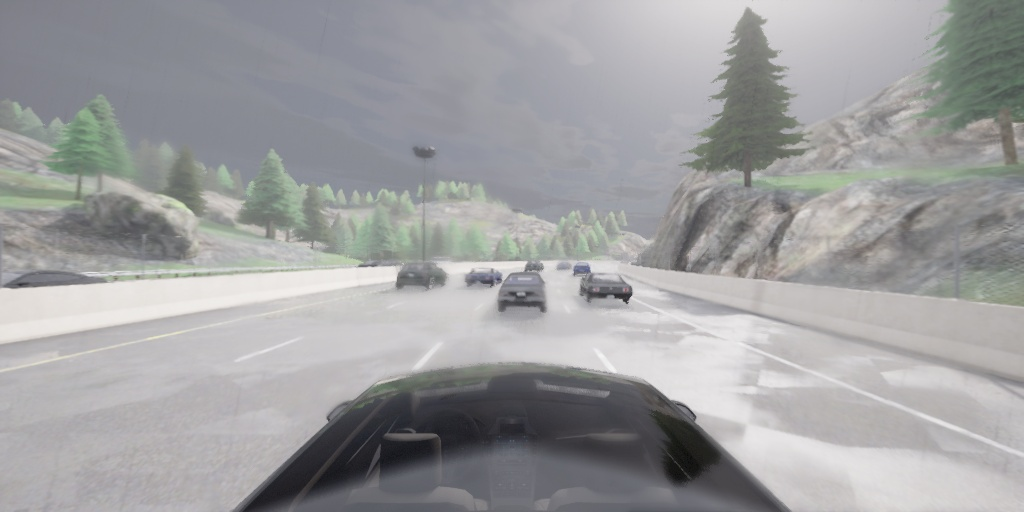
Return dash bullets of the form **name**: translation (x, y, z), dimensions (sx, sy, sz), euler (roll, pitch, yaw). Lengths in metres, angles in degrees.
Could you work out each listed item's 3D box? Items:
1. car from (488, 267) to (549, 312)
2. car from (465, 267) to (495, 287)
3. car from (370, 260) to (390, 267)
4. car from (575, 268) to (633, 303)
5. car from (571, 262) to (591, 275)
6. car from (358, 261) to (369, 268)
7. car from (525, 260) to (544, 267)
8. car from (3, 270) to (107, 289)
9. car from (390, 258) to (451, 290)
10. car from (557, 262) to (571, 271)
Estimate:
- **car**: translation (0.522, 1.362, 14.703), dimensions (2.033, 1.411, 5.357), euler (0, 0, 5)
- **car**: translation (-1.878, 1.450, 25.316), dimensions (1.895, 1.301, 4.718), euler (0, 0, 7)
- **car**: translation (-18.153, 1.372, 52.878), dimensions (2.128, 1.511, 4.902), euler (0, 0, 15)
- **car**: translation (4.335, 1.450, 17.286), dimensions (1.895, 1.301, 4.718), euler (0, 0, 5)
- **car**: translation (8.458, 1.472, 43.172), dimensions (1.882, 1.535, 5.008), euler (0, 0, 13)
- **car**: translation (-21.282, 1.349, 54.759), dimensions (1.882, 1.535, 5.008), euler (0, 0, 15)
- **car**: translation (3.297, 1.353, 51.270), dimensions (2.097, 1.767, 4.553), euler (0, 0, 15)
- **car**: translation (-17.230, 1.223, 12.603), dimensions (1.812, 1.442, 4.674), euler (0, 0, 3)
- **car**: translation (-5.632, 1.167, 23.012), dimensions (2.097, 1.767, 4.553), euler (0, 0, 6)
- **car**: translation (8.425, 1.606, 56.713), dimensions (2.033, 1.411, 5.357), euler (0, 0, 18)
